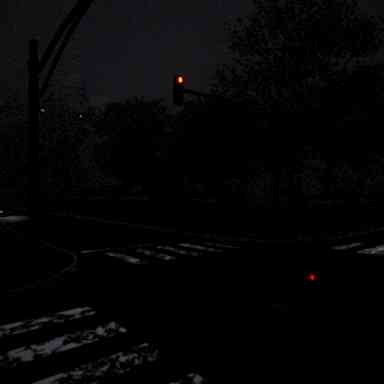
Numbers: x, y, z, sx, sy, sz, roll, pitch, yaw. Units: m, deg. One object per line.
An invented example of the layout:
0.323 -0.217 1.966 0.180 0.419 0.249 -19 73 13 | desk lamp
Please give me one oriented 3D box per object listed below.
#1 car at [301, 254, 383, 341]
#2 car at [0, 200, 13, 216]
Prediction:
4.269 1.553 4.589 2.033 1.411 5.357 0 0 -40 | car
-18.908 1.583 32.416 1.837 1.490 4.892 0 0 -40 | car
